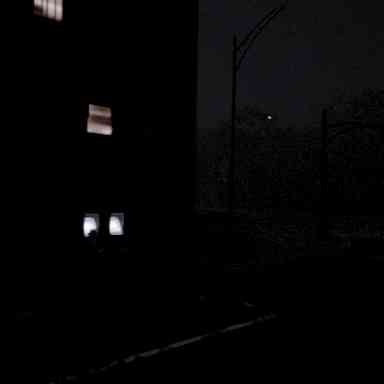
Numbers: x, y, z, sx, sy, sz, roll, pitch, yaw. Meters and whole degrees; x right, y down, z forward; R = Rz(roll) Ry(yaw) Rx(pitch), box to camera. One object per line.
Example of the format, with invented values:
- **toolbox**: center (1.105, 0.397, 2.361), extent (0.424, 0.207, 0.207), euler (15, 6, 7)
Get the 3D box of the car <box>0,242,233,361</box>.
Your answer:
- **car**: center (-1.132, 1.604, 5.900), extent (4.206, 1.307, 1.802), euler (1, 0, -35)
